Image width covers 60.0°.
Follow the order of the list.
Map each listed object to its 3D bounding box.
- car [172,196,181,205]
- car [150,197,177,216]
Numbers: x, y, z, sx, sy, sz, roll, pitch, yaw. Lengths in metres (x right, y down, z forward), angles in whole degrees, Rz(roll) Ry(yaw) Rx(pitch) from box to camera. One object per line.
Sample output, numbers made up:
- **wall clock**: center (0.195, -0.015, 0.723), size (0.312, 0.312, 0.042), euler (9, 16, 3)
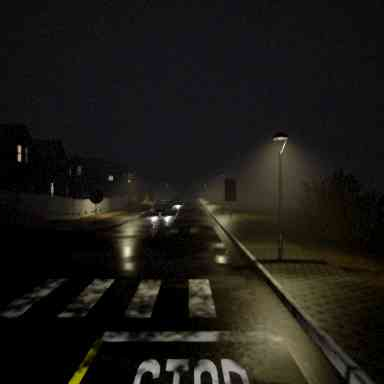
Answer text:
- **car**: center (-2.888, 1.472, 56.360), size (2.128, 1.511, 4.902), euler (0, 1, 0)
- **car**: center (-2.835, 1.522, 32.135), size (2.033, 1.411, 5.357), euler (0, 0, 0)
